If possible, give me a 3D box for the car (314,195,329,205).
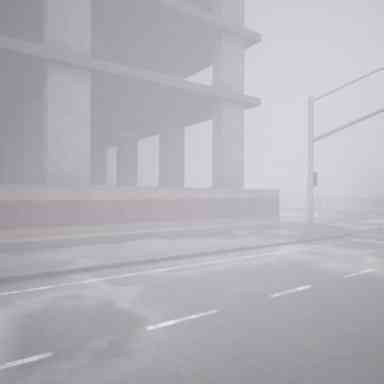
[{"bbox_3d":[24.722,1.654,60.728,3.905,1.438,1.784,0,0,-35],"label":"car"}]

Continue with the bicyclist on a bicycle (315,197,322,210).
[{"bbox_3d":[16.019,1.444,42.117,1.656,1.620,0.582,0,0,-36],"label":"bicyclist on a bicycle"}]

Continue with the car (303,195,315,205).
[{"bbox_3d":[23.131,1.444,62.890,4.605,1.855,1.932,0,0,-35],"label":"car"}]

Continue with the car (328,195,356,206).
[{"bbox_3d":[26.395,1.686,58.365,3.806,1.475,1.970,0,0,-35],"label":"car"}]

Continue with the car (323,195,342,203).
[{"bbox_3d":[32.215,1.523,76.124,4.605,1.855,1.932,0,0,-35],"label":"car"}]

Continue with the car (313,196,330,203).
[{"bbox_3d":[30.592,1.734,78.524,3.905,1.438,1.784,0,0,-35],"label":"car"}]
